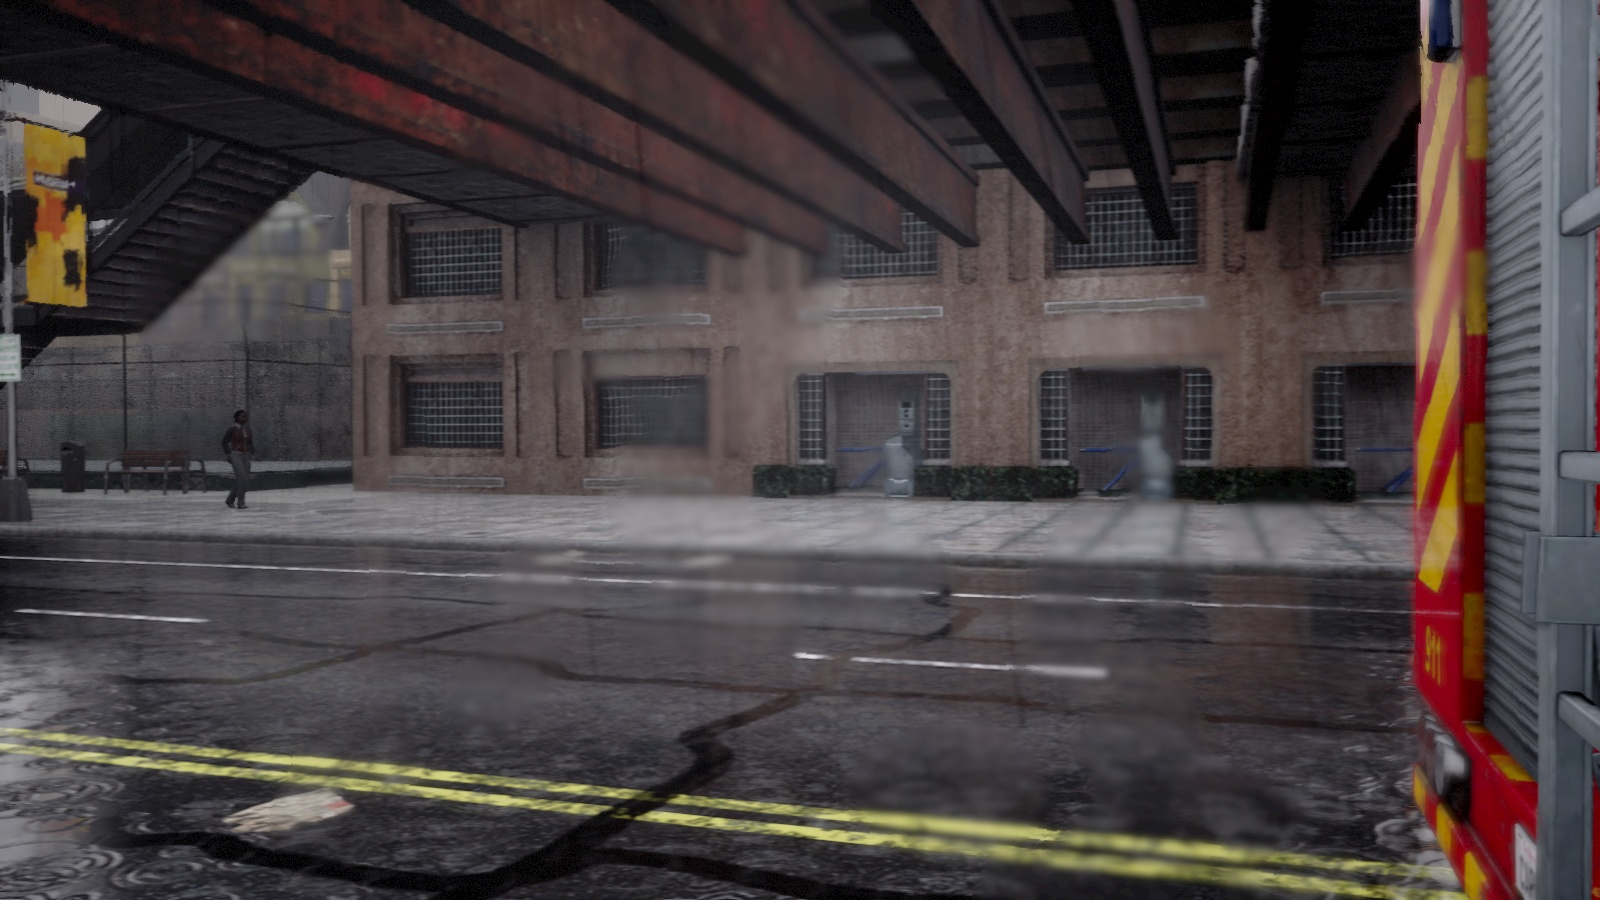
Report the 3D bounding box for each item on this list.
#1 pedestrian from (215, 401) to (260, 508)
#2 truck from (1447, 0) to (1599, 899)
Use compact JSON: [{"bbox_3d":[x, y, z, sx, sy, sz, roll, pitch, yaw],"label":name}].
[{"bbox_3d":[-10.295,0.077,22.991,0.666,1.930,0.402,1,1,21],"label":"pedestrian"},{"bbox_3d":[5.642,-0.337,1.290,8.468,3.827,2.891,1,1,18],"label":"truck"}]
